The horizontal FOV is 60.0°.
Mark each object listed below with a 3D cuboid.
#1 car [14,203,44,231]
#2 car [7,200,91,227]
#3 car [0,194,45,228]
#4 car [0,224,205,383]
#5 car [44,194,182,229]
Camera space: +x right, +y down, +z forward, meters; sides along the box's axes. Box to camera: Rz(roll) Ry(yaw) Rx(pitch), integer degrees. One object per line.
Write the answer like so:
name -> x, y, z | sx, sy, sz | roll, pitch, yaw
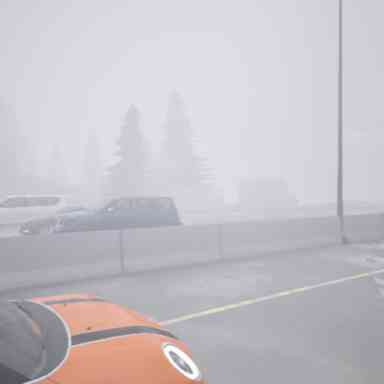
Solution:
car -> -5.942, 1.450, 16.701 | 4.892, 1.490, 1.837 | 0, 0, -33
car -> -9.673, 1.402, 22.619 | 5.008, 1.535, 1.882 | 0, 0, -33
car -> -9.552, 1.157, 18.519 | 5.566, 2.045, 2.150 | 0, 0, -34
car -> -2.057, 1.344, 2.156 | 4.553, 1.767, 2.097 | 0, 0, -36
car -> -3.103, 1.177, 14.401 | 5.566, 2.045, 2.150 | 0, 0, -33
